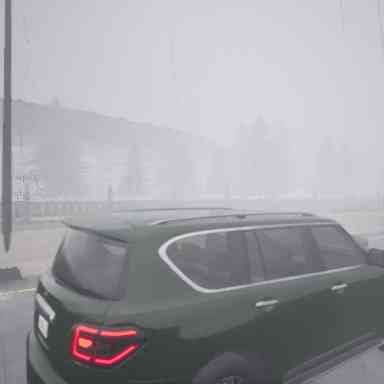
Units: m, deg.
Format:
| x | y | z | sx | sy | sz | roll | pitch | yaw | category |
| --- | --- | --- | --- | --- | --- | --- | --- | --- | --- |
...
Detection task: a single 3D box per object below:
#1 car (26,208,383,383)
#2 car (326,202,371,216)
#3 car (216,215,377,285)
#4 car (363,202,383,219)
| x | y | z | sx | sy | sz | roll | pitch | yaw | category |
| --- | --- | --- | --- | --- | --- | --- | --- | --- | --- |
| 0.912 | 1.236 | 4.398 | 5.566 | 2.045 | 2.150 | 0 | 0 | -36 | car |
| 16.232 | 1.720 | 34.544 | 4.181 | 1.385 | 1.994 | 0 | 0 | -25 | car |
| 3.479 | 1.589 | 10.528 | 5.357 | 1.411 | 2.033 | 0 | 0 | -35 | car |
| 18.726 | 1.723 | 31.851 | 4.181 | 1.385 | 1.994 | 0 | 0 | -24 | car |
